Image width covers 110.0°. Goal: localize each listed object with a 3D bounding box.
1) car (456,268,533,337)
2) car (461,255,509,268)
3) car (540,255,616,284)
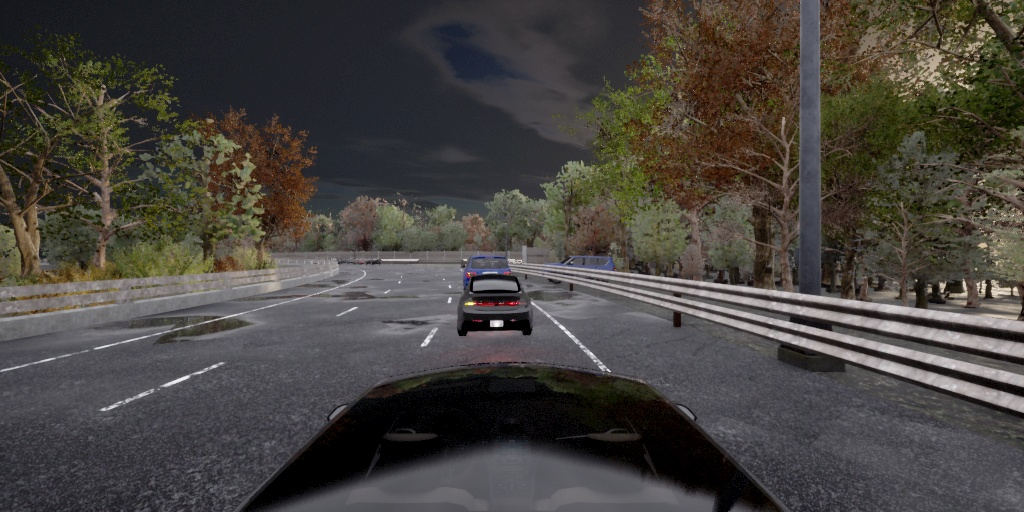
[{"bbox_3d":[-0.553,1.255,10.378,1.837,1.490,4.892,0,0,-5],"label":"car"},{"bbox_3d":[-1.321,0.971,17.853,2.150,2.045,5.566,0,0,-9],"label":"car"},{"bbox_3d":[4.828,0.965,26.158,5.566,2.045,2.150,3,1,-6],"label":"car"}]
